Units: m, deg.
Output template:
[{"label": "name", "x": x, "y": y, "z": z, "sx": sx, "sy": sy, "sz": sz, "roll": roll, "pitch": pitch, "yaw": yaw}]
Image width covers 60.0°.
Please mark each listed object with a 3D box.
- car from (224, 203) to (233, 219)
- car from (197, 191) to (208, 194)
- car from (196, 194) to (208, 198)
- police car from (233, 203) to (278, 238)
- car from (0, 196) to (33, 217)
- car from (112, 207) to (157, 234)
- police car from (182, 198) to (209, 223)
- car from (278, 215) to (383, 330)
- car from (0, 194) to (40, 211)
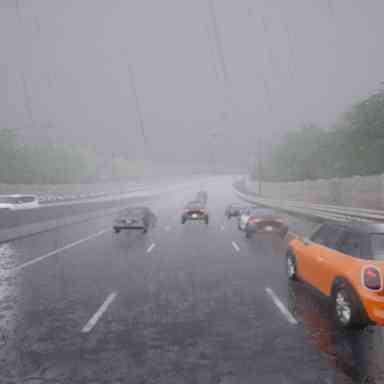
[{"label": "car", "x": 3.872, "y": 1.601, "z": 28.940, "sx": 1.895, "sy": 1.301, "sz": 4.718, "roll": 0, "pitch": 0, "yaw": 1}, {"label": "car", "x": 2.302, "y": 0.690, "z": 72.807, "sx": 2.150, "sy": 2.045, "sz": 5.566, "roll": 0, "pitch": 2, "yaw": 4}, {"label": "car", "x": 1.335, "y": 1.396, "z": 53.125, "sx": 1.994, "sy": 1.385, "sz": 4.181, "roll": 0, "pitch": 1, "yaw": 3}, {"label": "police car", "x": 3.647, "y": 1.536, "z": 18.022, "sx": 2.038, "sy": 1.542, "sz": 4.974, "roll": 0, "pitch": 0, "yaw": 1}, {"label": "car", "x": -17.147, "y": 1.304, "z": 31.359, "sx": 2.097, "sy": 1.767, "sz": 4.553, "roll": 0, "pitch": 0, "yaw": 2}, {"label": "car", "x": -3.221, "y": 1.566, "z": 19.563, "sx": 2.033, "sy": 1.411, "sz": 5.357, "roll": 0, "pitch": 0, "yaw": 1}, {"label": "police car", "x": 0.285, "y": 1.510, "z": 25.953, "sx": 2.038, "sy": 1.542, "sz": 4.974, "roll": 0, "pitch": 0, "yaw": 2}, {"label": "car", "x": 3.522, "y": 1.378, "z": 7.099, "sx": 2.097, "sy": 1.767, "sz": 4.553, "roll": 0, "pitch": 0, "yaw": 0}, {"label": "car", "x": -13.801, "y": 1.207, "z": 25.522, "sx": 2.150, "sy": 2.045, "sz": 5.566, "roll": 0, "pitch": 0, "yaw": 1}]
